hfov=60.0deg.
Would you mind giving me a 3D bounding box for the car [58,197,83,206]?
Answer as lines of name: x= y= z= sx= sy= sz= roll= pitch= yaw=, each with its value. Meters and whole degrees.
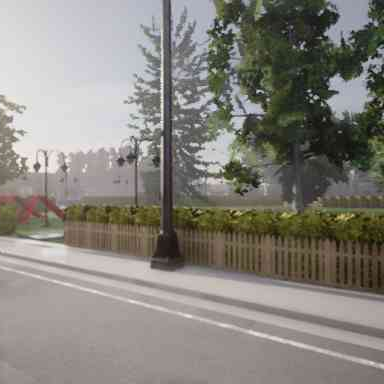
car: x=-22.048 y=1.745 z=60.791 sx=1.882 sy=1.535 sz=5.008 roll=0 pitch=0 yaw=36
